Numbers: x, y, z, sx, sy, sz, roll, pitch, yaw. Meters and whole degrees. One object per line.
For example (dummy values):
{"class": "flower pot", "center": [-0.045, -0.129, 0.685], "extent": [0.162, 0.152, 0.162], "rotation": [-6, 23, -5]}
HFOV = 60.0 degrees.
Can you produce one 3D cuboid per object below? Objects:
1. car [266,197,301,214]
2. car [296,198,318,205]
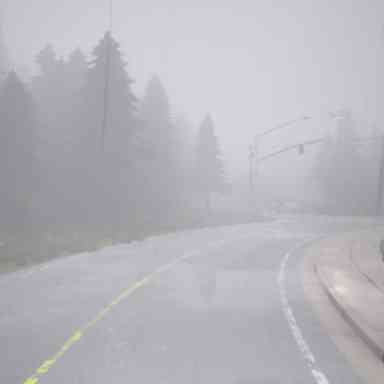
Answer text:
{"class": "car", "center": [11.330, 1.686, 42.326], "extent": [2.150, 2.045, 5.566], "rotation": [0, -1, -7]}
{"class": "car", "center": [25.160, 2.021, 72.897], "extent": [4.902, 1.511, 2.128], "rotation": [1, -1, -37]}
